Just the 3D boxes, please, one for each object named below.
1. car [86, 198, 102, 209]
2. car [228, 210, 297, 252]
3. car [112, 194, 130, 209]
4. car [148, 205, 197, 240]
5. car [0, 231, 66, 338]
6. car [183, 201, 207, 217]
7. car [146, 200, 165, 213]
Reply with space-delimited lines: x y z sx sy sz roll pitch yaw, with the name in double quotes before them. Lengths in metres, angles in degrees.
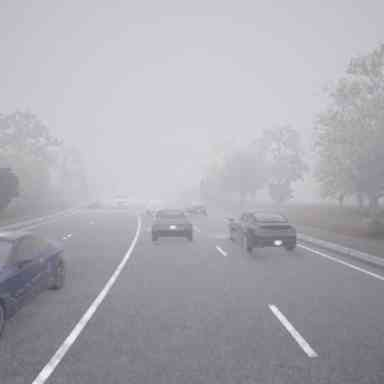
"car" -13.553 1.617 46.533 1.812 1.442 4.674 0 0 -12
"car" 2.771 1.520 13.998 1.837 1.490 4.892 0 0 -5
"car" -10.110 1.309 47.181 2.150 2.045 5.566 0 0 -12
"car" -1.098 1.592 17.305 1.994 1.385 4.181 0 0 -6
"car" -3.872 1.545 6.381 1.812 1.442 4.674 0 0 -3
"car" 0.215 1.575 32.246 1.812 1.442 4.674 0 0 -10
"car" -3.780 1.585 34.665 1.812 1.442 4.674 0 0 -10
